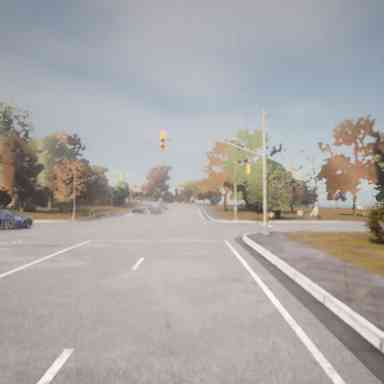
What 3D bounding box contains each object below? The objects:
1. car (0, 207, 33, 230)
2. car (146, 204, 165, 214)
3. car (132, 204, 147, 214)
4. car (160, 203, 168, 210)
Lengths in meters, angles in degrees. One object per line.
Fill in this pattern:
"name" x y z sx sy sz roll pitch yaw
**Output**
"car" -14.727 1.971 25.625 4.553 1.767 2.097 0 -3 5
"car" -7.096 3.597 65.420 2.033 1.411 5.357 0 0 0
"car" -10.595 3.650 65.332 1.895 1.301 4.718 0 -1 0
"car" -7.114 3.400 80.956 2.097 1.767 4.553 0 0 0
